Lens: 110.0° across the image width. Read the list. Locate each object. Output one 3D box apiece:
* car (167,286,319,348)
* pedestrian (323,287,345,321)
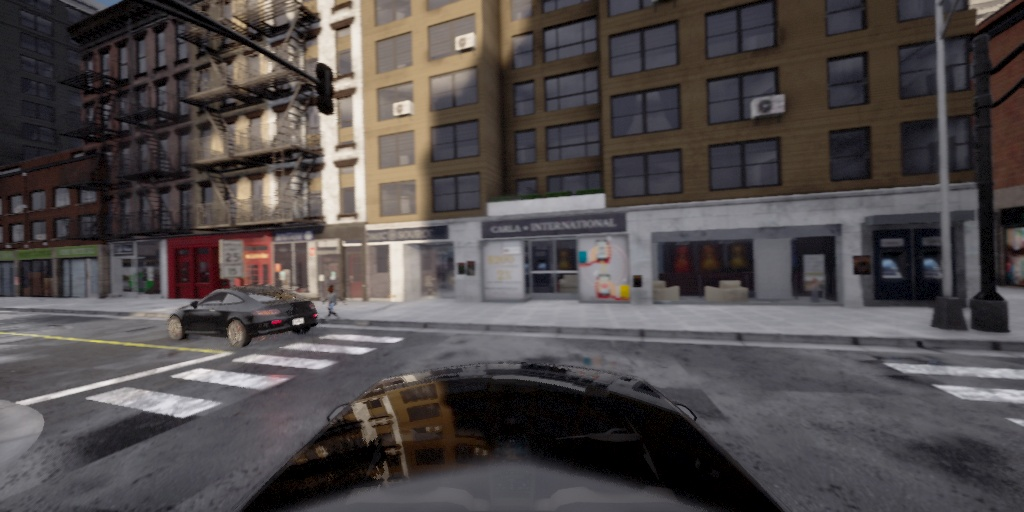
[{"bbox_3d":[-7.532,1.570,10.063,4.674,1.442,1.812,-2,-1,24],"label":"car"},{"bbox_3d":[-5.866,1.152,11.700,0.375,1.860,0.375,-2,0,20],"label":"pedestrian"}]
